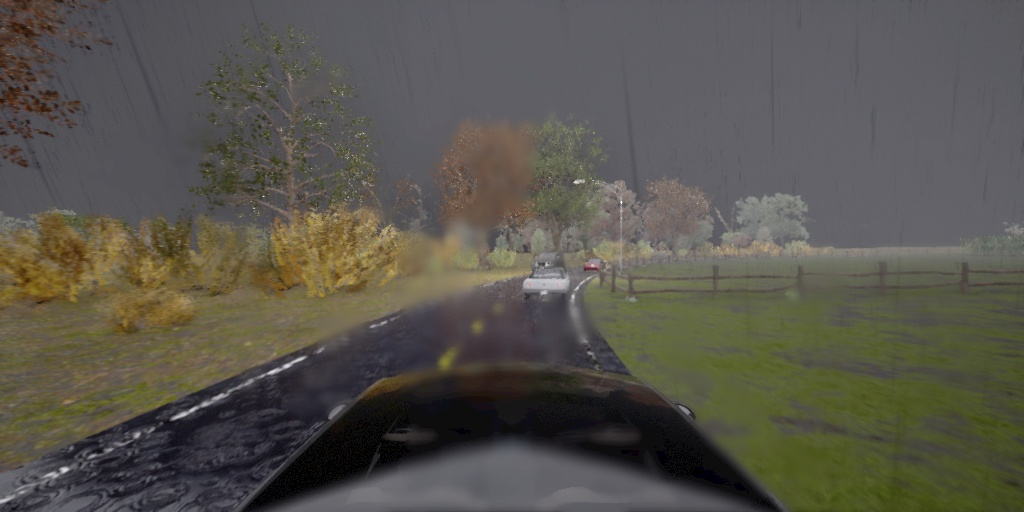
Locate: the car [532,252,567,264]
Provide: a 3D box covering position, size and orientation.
[{"bbox_3d":[3.527,0.631,33.228,2.150,2.045,5.566,1,1,22],"label":"car"}]

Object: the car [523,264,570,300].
[{"bbox_3d":[1.801,1.239,17.126,1.895,1.301,4.718,0,1,11],"label":"car"}]

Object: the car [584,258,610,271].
[{"bbox_3d":[9.090,0.900,38.335,1.994,1.385,4.181,1,1,26],"label":"car"}]
